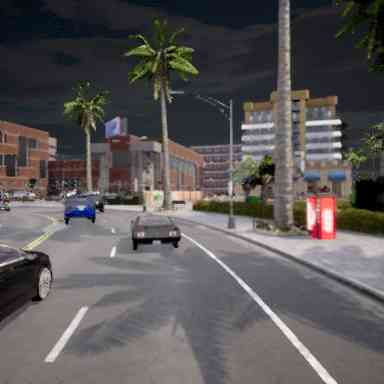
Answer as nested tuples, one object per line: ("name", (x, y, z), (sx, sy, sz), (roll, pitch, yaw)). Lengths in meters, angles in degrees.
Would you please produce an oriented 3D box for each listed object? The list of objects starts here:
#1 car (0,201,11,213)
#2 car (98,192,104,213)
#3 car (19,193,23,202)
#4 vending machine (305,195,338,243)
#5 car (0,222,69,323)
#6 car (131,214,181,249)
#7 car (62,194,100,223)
("car", (-22.913, 1.729, 38.993), (4.181, 1.385, 1.994), (0, 0, 40))
("car", (-11.901, 1.330, 37.901), (2.150, 2.045, 5.566), (0, 0, -38))
("car", (-41.048, 1.718, 82.507), (4.193, 1.474, 1.816), (0, 0, 15))
("vending machine", (5.856, 1.186, 15.113), (1.100, 2.100, 0.880), (0, 0, -11))
("car", (-3.865, 1.518, 5.394), (2.128, 1.511, 4.902), (0, 0, -4))
("car", (-1.758, 1.629, 14.746), (1.895, 1.301, 4.718), (0, 0, -11))
("car", (-8.868, 1.300, 26.084), (2.150, 2.045, 5.566), (0, 0, -22))
